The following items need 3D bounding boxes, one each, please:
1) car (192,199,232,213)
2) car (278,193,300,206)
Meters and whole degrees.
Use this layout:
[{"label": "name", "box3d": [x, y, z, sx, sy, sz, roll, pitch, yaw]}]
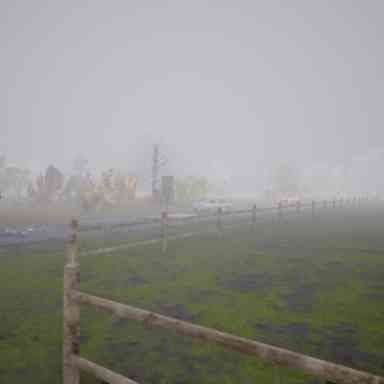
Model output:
[{"label": "car", "box3d": [1.949, 1.340, 32.536, 1.895, 1.301, 4.718, 1, 1, 36]}, {"label": "car", "box3d": [14.490, 1.078, 49.614, 2.097, 1.767, 4.553, 1, 1, 36]}]
